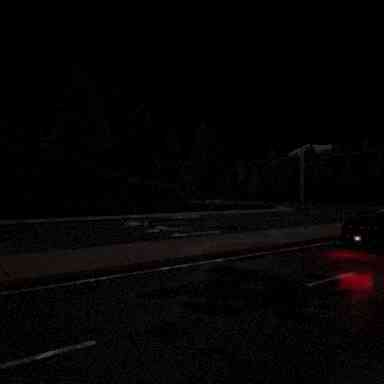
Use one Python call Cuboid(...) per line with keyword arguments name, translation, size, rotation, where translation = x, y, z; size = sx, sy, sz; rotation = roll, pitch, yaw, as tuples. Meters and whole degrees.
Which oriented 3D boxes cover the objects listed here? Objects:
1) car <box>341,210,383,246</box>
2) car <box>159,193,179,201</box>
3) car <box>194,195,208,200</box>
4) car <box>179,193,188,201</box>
Cuboid(name="car", translation=(8.269, 1.515, 14.066), size=(4.892, 1.490, 1.837), rotation=(0, 0, -35))
Cuboid(name="car", translation=(-6.144, 1.479, 81.291), size=(2.033, 1.411, 5.357), rotation=(0, 0, -35))
Cuboid(name="car", translation=(2.454, 1.463, 87.318), size=(1.812, 1.442, 4.674), rotation=(0, 0, -35))
Cuboid(name="car", translation=(-3.261, 1.164, 83.276), size=(2.150, 2.045, 5.566), rotation=(0, 0, -35))
